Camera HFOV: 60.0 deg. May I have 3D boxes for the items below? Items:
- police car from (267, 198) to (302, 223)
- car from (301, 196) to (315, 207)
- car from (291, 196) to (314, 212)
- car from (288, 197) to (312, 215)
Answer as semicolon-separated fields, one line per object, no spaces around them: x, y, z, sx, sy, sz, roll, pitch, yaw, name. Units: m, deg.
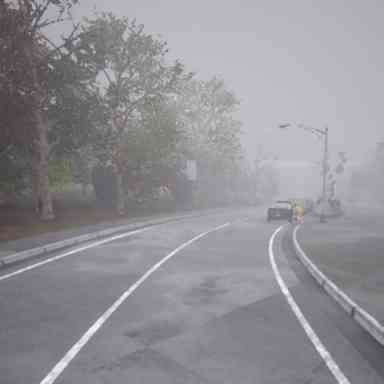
7.612;1.579;27.613;1.930;1.638;5.238;3;1;24;police car
21.466;1.710;61.411;2.097;1.767;4.553;2;1;22;car
14.126;1.611;42.155;2.097;1.767;4.553;3;1;24;car
11.748;1.677;36.855;1.801;1.575;5.366;3;1;24;car
